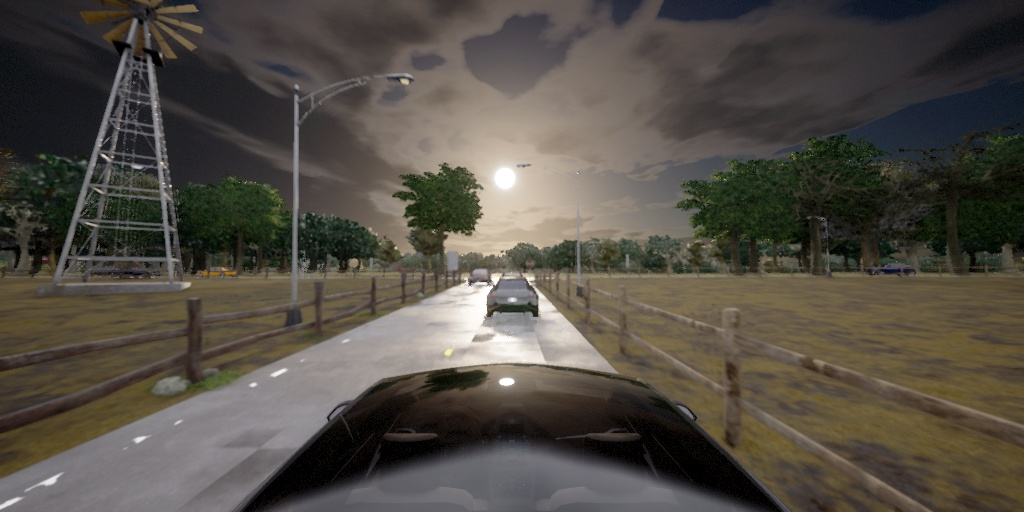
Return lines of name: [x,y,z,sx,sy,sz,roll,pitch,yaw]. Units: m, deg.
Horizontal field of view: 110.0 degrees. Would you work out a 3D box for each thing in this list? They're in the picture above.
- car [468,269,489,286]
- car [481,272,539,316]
car: [-2.810,1.881,32.305,1.812,1.442,4.674,0,-2,0]
car: [0.043,1.531,14.472,1.994,1.385,4.181,0,-1,1]
